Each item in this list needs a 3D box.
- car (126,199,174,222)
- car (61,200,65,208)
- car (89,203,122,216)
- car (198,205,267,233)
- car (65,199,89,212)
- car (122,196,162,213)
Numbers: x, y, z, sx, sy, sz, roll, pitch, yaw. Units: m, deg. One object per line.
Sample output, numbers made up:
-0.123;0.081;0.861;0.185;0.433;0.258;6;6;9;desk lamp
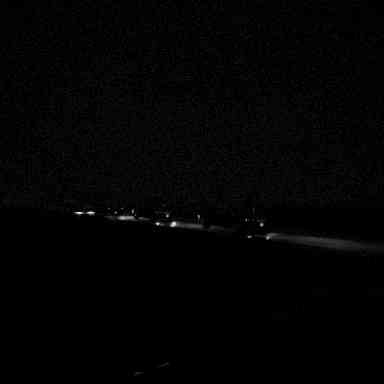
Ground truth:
-3.363;1.635;28.133;2.128;1.511;4.902;1;-1;-36;car
-21.579;2.029;58.404;1.882;1.535;5.008;1;-1;-36;car
-9.167;1.833;36.185;1.895;1.301;4.718;1;-1;-36;car
2.359;1.561;20.281;2.128;1.511;4.902;1;-1;-37;car
-15.019;1.834;44.350;1.837;1.490;4.892;1;-1;-36;car
-4.986;1.478;35.435;2.150;2.045;5.566;1;-1;-36;car
